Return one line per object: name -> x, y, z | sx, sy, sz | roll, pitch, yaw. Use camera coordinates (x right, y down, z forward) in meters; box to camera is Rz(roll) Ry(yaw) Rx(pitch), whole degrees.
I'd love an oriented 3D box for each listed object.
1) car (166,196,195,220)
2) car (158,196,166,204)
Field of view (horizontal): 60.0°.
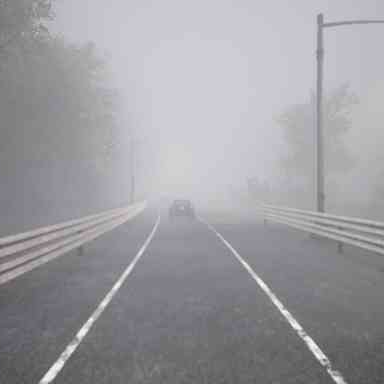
car -> -0.968, 1.366, 28.728 | 2.097, 1.767, 4.553 | 0, 0, -5
car -> -5.420, 1.512, 64.180 | 1.837, 1.490, 4.892 | 0, 0, -10
